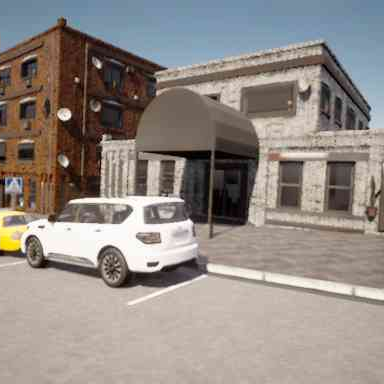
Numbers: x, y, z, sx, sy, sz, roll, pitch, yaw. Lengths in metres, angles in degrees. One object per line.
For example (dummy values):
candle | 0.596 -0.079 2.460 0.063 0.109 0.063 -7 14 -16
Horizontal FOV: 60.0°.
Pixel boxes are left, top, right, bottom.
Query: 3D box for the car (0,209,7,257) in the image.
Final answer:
car | -7.171 1.420 12.639 5.366 1.575 1.946 0 0 36

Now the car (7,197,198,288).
car | -2.443 1.172 9.263 5.566 2.045 2.435 0 0 35
